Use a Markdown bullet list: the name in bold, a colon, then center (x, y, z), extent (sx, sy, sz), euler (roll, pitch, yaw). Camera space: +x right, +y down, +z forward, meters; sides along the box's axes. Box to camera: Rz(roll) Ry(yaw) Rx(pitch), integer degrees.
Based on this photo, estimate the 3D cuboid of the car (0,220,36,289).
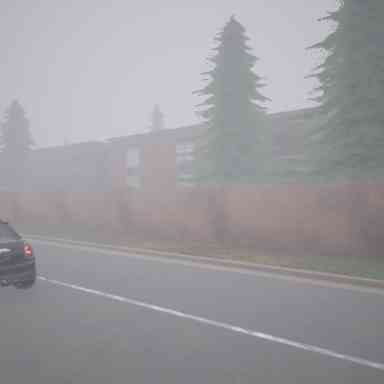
- **car**: center (-5.846, 1.398, 8.087), extent (4.553, 1.767, 2.097), euler (0, 0, 35)
